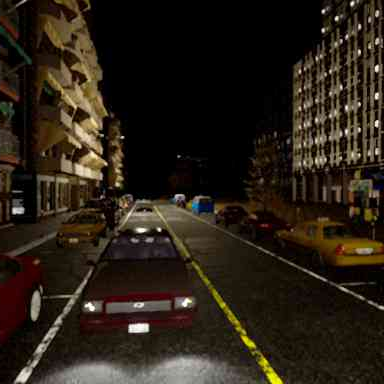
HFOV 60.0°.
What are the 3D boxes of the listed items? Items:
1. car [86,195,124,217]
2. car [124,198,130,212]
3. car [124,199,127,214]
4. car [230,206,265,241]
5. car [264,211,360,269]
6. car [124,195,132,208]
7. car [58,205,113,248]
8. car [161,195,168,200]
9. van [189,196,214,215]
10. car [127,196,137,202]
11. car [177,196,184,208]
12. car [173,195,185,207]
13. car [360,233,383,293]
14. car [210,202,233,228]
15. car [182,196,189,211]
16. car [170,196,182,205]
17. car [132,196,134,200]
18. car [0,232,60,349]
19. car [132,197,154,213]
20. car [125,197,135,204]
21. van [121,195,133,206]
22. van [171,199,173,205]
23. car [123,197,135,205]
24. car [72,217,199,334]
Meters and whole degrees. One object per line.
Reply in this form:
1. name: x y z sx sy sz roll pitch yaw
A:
1. car: -5.645 1.301 20.609 2.192 1.841 5.009 0 0 -8
2. car: -7.217 1.532 31.551 2.008 1.369 4.403 0 0 -8
3. car: -6.430 1.534 26.081 2.008 1.369 4.403 0 0 -8
4. car: 3.439 1.566 16.334 1.802 1.307 4.206 0 0 -8
5. car: 4.202 1.513 11.031 1.752 1.417 4.829 0 0 -8
6. car: -8.005 1.420 37.020 1.967 1.590 4.097 0 0 -8
7. car: -4.832 1.515 14.972 1.752 1.417 4.829 0 0 -8
8. car: -7.581 1.544 92.918 1.887 1.381 4.507 -1 0 -8
9. van: 1.076 1.317 32.744 1.690 1.788 3.998 0 0 -8
10. car: -13.514 1.557 75.312 1.947 1.339 4.313 0 0 -8
11. car: -0.497 1.540 43.685 1.947 1.339 4.313 0 0 -8
12. car: -1.285 1.415 49.154 1.967 1.590 4.097 0 0 -8
13. car: 5.012 1.432 5.392 1.967 1.590 4.097 0 0 -8
14. car: 2.652 1.562 21.803 1.802 1.307 4.206 0 0 -8
15. car: 0.266 1.500 38.382 1.752 1.417 4.829 0 0 -8
16. car: -2.883 1.503 60.263 1.752 1.417 4.829 0 0 -8
17. car: -8.791 1.545 42.491 1.947 1.339 4.313 0 0 -8
18. car: -3.282 1.542 4.199 1.887 1.381 4.507 0 0 -8
19. car: -5.227 1.525 36.649 2.033 1.411 5.357 0 0 -8
20. car: -11.940 1.567 64.372 1.802 1.307 4.206 0 0 -8
21. van: -10.368 1.322 53.432 1.690 1.788 3.998 0 0 -8
22. van: -2.073 1.317 54.626 1.690 1.788 3.998 0 0 -8
23. car: -11.153 1.565 58.902 1.802 1.307 4.206 0 0 -8
24. car: -1.110 1.541 7.360 2.033 1.411 5.357 0 0 -8
